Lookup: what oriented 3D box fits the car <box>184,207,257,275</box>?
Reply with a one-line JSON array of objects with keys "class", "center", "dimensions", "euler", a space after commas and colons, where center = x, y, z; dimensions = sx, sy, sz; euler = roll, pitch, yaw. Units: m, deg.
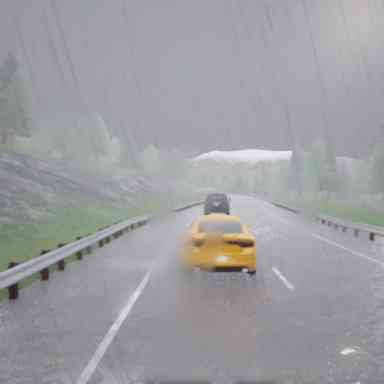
[{"class": "car", "center": [0.812, 1.445, 10.455], "dimensions": [1.882, 1.535, 5.008], "euler": [0, 0, 2]}]

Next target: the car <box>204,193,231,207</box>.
[{"class": "car", "center": [2.310, 1.129, 29.969], "dimensions": [2.150, 2.045, 5.566], "euler": [0, 0, 7]}]
